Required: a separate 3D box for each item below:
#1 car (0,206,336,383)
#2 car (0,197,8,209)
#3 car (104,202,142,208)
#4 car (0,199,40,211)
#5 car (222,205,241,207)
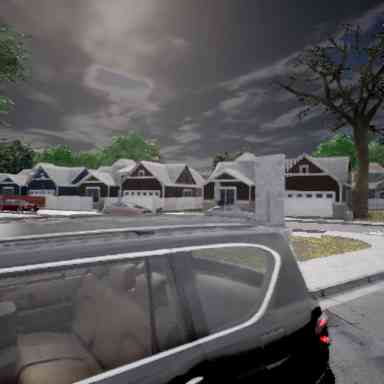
[{"bbox_3d":[-1.486,1.220,1.929,5.566,2.045,2.150,0,0,-35],"label":"car"},{"bbox_3d":[-25.227,1.346,41.374,4.674,1.442,1.812,0,0,28],"label":"car"},{"bbox_3d":[-5.393,1.512,27.652,4.181,1.385,1.994,0,0,29],"label":"car"},{"bbox_3d":[-17.890,1.458,34.276,4.718,1.301,1.895,0,0,28],"label":"car"},{"bbox_3d":[2.849,1.572,23.012,4.181,1.385,1.994,0,0,30],"label":"car"}]
